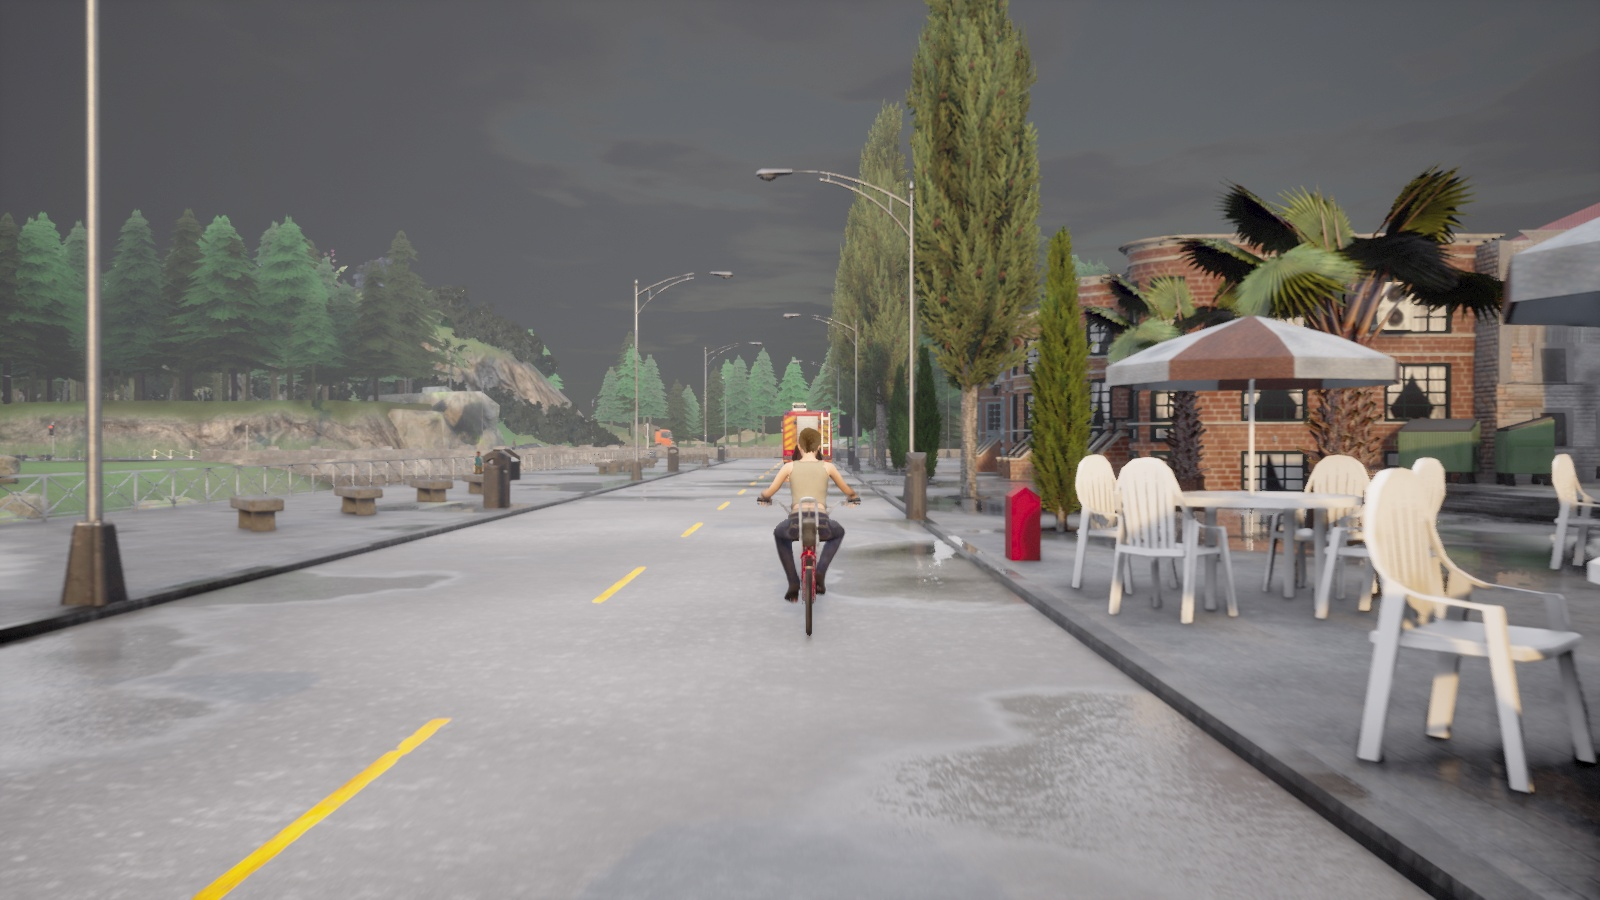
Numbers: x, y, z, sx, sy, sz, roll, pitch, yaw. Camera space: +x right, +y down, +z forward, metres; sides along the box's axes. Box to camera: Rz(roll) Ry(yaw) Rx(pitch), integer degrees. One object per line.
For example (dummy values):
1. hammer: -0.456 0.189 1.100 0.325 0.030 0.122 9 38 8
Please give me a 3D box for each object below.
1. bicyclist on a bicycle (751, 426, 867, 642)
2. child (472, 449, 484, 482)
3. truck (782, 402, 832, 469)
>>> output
1. bicyclist on a bicycle: 0.072 0.626 10.130 0.866 1.612 1.509 0 0 0
2. child: -11.887 0.565 46.384 0.343 1.192 0.448 0 0 0
3. truck: 0.438 -0.848 76.403 2.891 3.827 8.468 0 0 0
